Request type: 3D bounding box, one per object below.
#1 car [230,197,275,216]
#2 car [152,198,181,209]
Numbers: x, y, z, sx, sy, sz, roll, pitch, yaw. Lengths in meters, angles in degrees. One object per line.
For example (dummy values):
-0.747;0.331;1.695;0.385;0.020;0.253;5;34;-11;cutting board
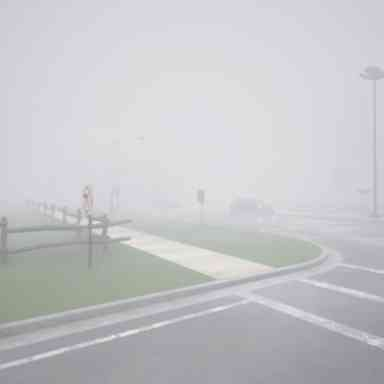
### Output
5.715;1.335;31.888;2.097;1.767;4.553;0;0;-34;car
-3.535;1.531;45.144;2.033;1.411;5.357;0;0;-35;car
